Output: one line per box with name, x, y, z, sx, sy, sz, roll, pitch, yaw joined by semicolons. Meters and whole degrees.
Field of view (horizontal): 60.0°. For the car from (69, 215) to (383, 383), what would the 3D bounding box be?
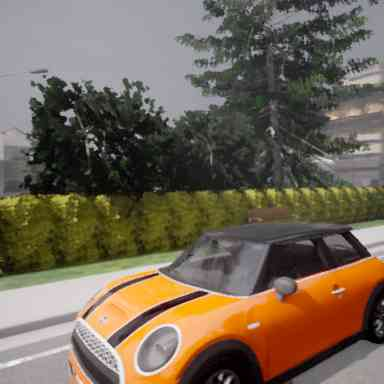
car;0.768;1.287;4.552;4.553;1.767;2.097;-2;1;-36
